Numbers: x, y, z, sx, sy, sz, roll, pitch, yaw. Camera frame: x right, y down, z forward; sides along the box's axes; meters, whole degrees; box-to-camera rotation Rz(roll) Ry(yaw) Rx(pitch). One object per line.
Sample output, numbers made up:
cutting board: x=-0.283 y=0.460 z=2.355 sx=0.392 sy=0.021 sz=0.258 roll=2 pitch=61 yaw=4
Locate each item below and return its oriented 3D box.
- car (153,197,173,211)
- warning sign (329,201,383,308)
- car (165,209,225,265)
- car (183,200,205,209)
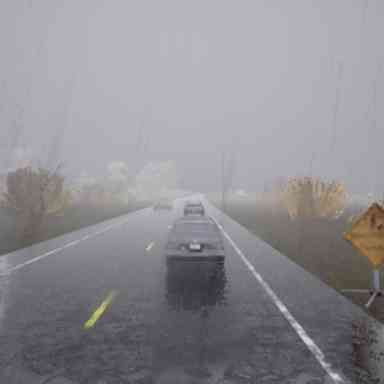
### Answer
car: x=-3.424 y=1.377 z=40.056 sx=2.097 sy=1.767 sz=4.553 roll=0 pitch=0 yaw=1
warning sign: x=3.535 y=1.120 z=6.412 sx=1.300 sy=1.860 sz=1.060 roll=-1 pitch=-1 yaw=0
car: x=0.100 y=1.554 z=11.636 sx=2.033 sy=1.411 sz=5.357 roll=0 pitch=0 yaw=0
car: x=0.203 y=1.510 z=32.169 sx=2.128 sy=1.511 sz=4.902 roll=0 pitch=0 yaw=0
